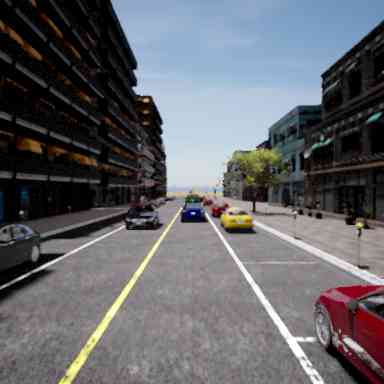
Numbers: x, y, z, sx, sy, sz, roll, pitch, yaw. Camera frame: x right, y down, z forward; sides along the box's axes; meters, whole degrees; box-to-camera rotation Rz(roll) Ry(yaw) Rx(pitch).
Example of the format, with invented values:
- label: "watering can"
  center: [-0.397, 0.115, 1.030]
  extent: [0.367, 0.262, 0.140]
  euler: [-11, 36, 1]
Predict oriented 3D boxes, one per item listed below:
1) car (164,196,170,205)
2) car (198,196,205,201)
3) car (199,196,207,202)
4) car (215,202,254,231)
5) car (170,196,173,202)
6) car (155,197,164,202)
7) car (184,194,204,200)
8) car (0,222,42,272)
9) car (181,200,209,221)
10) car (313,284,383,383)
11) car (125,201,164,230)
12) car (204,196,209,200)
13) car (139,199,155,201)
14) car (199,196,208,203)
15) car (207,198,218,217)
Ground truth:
- label: "car"
  center: [-5.702, 1.666, 60.222]
  extent: [2.008, 1.369, 4.403]
  euler: [-1, 0, 0]
- label: "car"
  center: [2.677, 1.730, 94.259]
  extent: [1.887, 1.381, 4.507]
  euler: [-1, 0, 0]
- label: "car"
  center: [2.677, 1.713, 82.904]
  extent: [2.008, 1.369, 4.403]
  euler: [-1, 0, 0]
- label: "car"
  center: [2.680, 1.563, 20.623]
  extent: [1.752, 1.417, 4.829]
  euler: [-1, 0, 0]
- label: "car"
  center: [-5.704, 1.728, 82.933]
  extent: [1.947, 1.339, 4.313]
  euler: [-1, 0, 0]
- label: "car"
  center: [-5.702, 1.659, 48.868]
  extent: [1.947, 1.339, 4.313]
  euler: [-1, 0, 0]
- label: "car"
  center: [0.098, 1.310, 45.731]
  extent: [2.150, 2.045, 5.566]
  euler: [0, 0, 0]
- label: "car"
  center: [-5.700, 1.568, 9.126]
  extent: [2.008, 1.369, 4.403]
  euler: [-1, 0, 0]
- label: "car"
  center: [0.099, 1.614, 27.521]
  extent: [1.994, 1.385, 4.181]
  euler: [0, 0, 0]
- label: "car"
  center: [2.681, 1.588, 3.421]
  extent: [1.802, 1.307, 4.206]
  euler: [-1, 0, 0]
- label: "car"
  center: [-3.085, 1.566, 21.601]
  extent: [1.812, 1.442, 4.674]
  euler: [0, 0, 0]
- label: "car"
  center: [2.679, 1.686, 54.517]
  extent: [1.802, 1.307, 4.206]
  euler: [-1, 0, 0]
- label: "car"
  center: [-5.701, 1.615, 37.513]
  extent: [1.887, 1.381, 4.507]
  euler: [-1, 0, 0]
- label: "car"
  center: [2.678, 1.716, 77.227]
  extent: [1.947, 1.339, 4.313]
  euler: [-1, 0, 0]
- label: "car"
  center: [2.679, 1.604, 31.807]
  extent: [1.887, 1.381, 4.507]
  euler: [-1, 0, 0]
